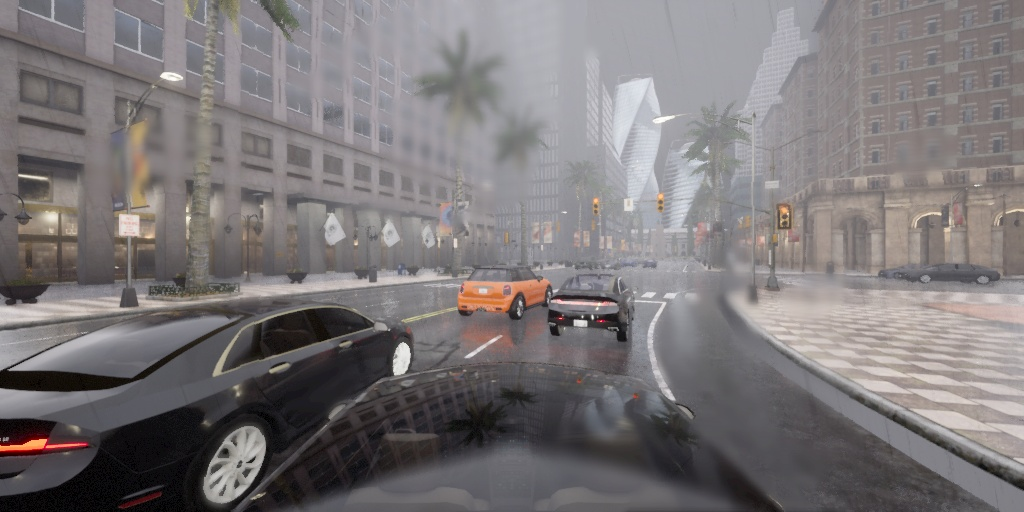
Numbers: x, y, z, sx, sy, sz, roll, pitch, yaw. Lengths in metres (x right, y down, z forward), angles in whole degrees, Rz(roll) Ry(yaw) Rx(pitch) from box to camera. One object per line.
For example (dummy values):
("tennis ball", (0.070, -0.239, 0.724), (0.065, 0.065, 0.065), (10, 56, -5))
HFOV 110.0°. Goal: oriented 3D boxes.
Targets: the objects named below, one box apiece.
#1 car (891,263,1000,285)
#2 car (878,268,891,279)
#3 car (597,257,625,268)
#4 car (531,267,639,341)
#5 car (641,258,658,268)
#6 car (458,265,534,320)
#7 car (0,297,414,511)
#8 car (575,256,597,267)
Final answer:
("car", (31.660, 1.254, 26.184), (4.892, 1.490, 1.837), (0, 0, 25))
("car", (33.036, 1.314, 29.406), (4.181, 1.385, 1.994), (0, 0, 27))
("car", (13.552, 1.243, 48.983), (2.128, 1.511, 4.902), (0, 0, 27))
("car", (2.374, 1.242, 9.999), (2.128, 1.511, 4.902), (0, 0, 22))
("car", (23.319, 1.276, 60.187), (1.812, 1.442, 4.674), (0, 0, 27))
("car", (-0.051, 1.102, 13.028), (2.097, 1.767, 4.553), (0, 0, 23))
("car", (-2.841, 1.255, 4.329), (1.837, 1.490, 4.892), (0, 0, 8))
("car", (10.658, 0.972, 51.021), (2.150, 2.045, 5.566), (0, 0, 27))
